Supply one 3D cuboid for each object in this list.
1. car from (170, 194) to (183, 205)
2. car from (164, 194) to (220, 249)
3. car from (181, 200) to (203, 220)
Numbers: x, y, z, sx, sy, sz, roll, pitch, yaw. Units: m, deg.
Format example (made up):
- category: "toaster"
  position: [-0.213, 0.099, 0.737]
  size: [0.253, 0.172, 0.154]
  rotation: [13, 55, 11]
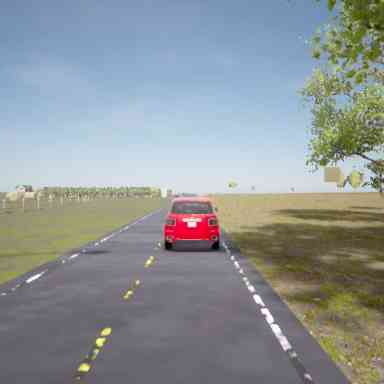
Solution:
- category: "car"
  position: [-2.750, 1.319, 60.630]
  size: [2.150, 2.045, 5.566]
  rotation: [0, 0, 0]
- category: "car"
  position: [0.000, 1.259, 14.684]
  size: [2.150, 2.045, 5.566]
  rotation: [0, 0, 0]
- category: "car"
  position: [0.000, 1.520, 29.654]
  size: [1.837, 1.490, 4.892]
  rotation: [0, 0, 0]
